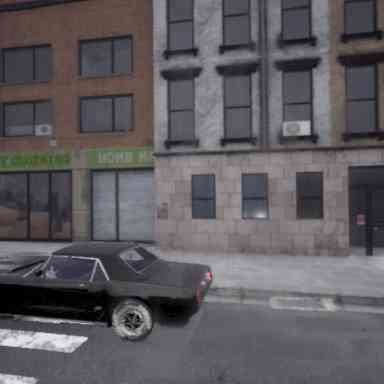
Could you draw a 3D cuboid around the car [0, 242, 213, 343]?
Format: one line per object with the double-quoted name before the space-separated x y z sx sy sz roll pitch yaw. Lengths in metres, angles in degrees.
"car" -2.059 1.613 6.103 4.718 1.301 1.895 0 0 11
